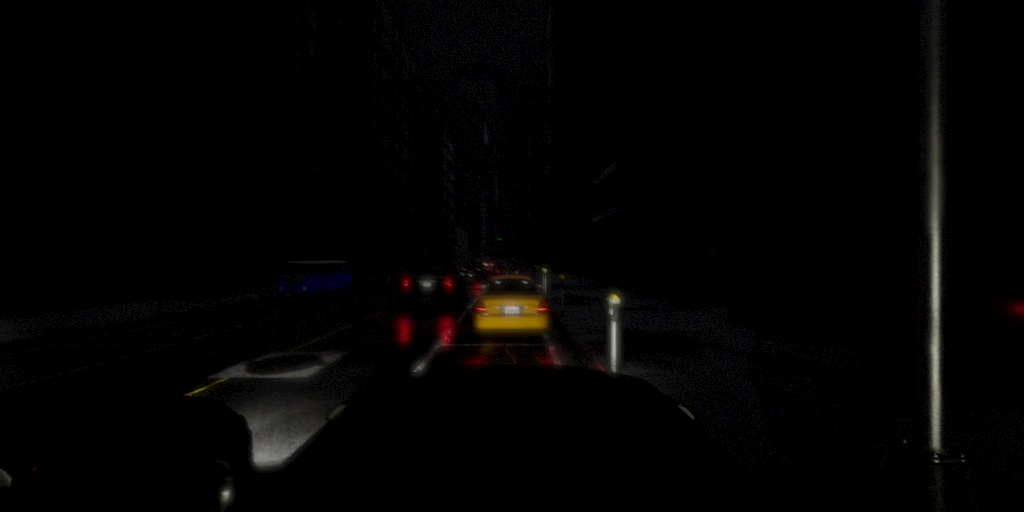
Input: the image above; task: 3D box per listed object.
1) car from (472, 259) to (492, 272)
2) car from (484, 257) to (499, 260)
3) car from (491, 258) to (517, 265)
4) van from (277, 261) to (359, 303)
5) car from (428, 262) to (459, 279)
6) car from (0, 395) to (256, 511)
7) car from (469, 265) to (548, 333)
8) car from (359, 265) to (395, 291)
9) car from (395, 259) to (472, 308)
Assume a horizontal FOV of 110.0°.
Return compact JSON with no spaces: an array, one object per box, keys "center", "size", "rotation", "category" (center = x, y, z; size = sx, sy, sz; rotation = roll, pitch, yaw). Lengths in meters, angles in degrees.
[{"center":[-3.058,1.246,29.346],"size":[2.128,1.511,4.902],"rotation":[0,0,0],"category":"car"},{"center":[-3.057,1.111,44.417],"size":[2.097,1.767,4.553],"rotation":[0,0,0],"category":"car"},{"center":[-0.288,1.193,27.330],"size":[1.967,1.591,4.097],"rotation":[0,0,0],"category":"car"},{"center":[-8.813,1.091,16.328],"size":[1.690,1.789,3.998],"rotation":[0,0,0],"category":"van"},{"center":[-6.240,1.319,33.142],"size":[1.994,1.385,4.181],"rotation":[0,0,0],"category":"car"},{"center":[-3.054,1.314,1.153],"size":[1.994,1.385,4.181],"rotation":[0,0,0],"category":"car"},{"center":[0.005,1.207,10.690],"size":[1.801,1.575,5.366],"rotation":[0,0,0],"category":"car"},{"center":[-8.813,1.317,21.829],"size":[1.948,1.339,4.313],"rotation":[0,0,0],"category":"car"},{"center":[-3.146,1.102,15.422],"size":[2.097,1.767,4.553],"rotation":[0,0,0],"category":"car"}]
